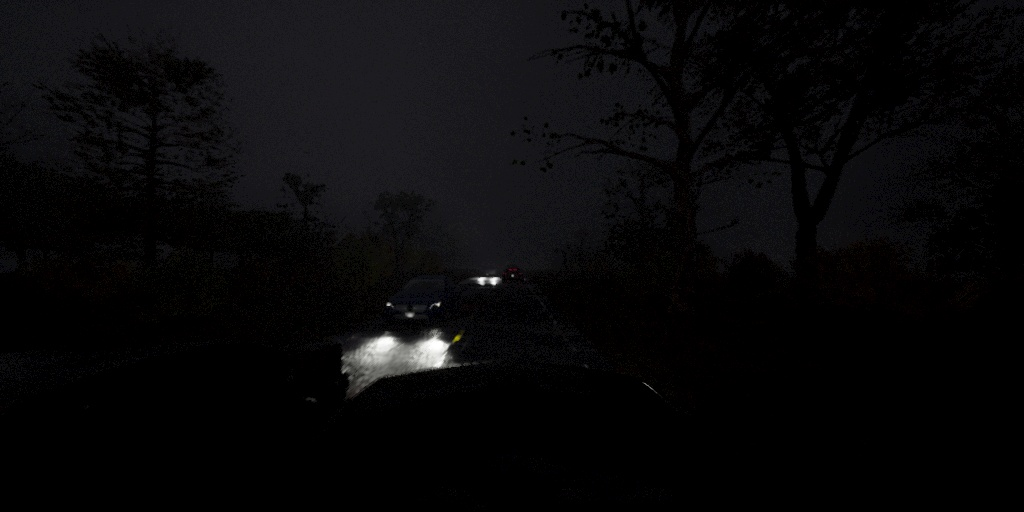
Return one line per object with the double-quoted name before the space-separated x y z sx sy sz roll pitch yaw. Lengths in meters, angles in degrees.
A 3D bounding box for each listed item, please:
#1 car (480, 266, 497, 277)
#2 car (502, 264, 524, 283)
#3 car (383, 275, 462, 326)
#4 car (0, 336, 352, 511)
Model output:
"car" -2.871 1.863 43.644 1.895 1.301 4.718 0 -1 0
"car" 0.082 1.694 32.979 1.994 1.385 4.181 0 -1 0
"car" -2.842 1.402 12.328 1.812 1.442 4.674 0 -1 0
"car" -2.849 1.302 2.024 2.033 1.411 5.357 0 -1 0
